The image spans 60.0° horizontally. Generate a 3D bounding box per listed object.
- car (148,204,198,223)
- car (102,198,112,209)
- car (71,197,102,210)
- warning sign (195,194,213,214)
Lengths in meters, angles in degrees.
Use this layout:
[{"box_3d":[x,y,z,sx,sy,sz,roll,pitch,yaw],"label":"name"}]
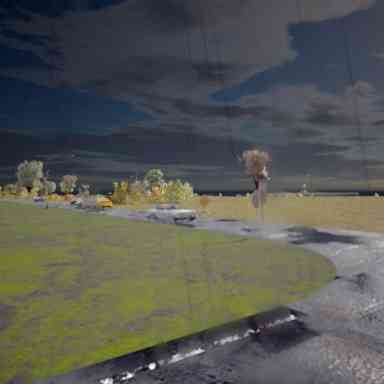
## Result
[{"box_3d":[-1.572,1.640,26.353,1.895,1.301,4.718,0,0,-35],"label":"car"},{"box_3d":[-13.143,1.583,47.743,1.882,1.535,5.008,0,0,-34],"label":"car"},{"box_3d":[-13.978,1.610,43.965,1.837,1.490,4.892,0,-1,-35],"label":"car"},{"box_3d":[1.165,1.152,31.668,1.300,1.860,1.060,0,0,-35],"label":"warning sign"}]
